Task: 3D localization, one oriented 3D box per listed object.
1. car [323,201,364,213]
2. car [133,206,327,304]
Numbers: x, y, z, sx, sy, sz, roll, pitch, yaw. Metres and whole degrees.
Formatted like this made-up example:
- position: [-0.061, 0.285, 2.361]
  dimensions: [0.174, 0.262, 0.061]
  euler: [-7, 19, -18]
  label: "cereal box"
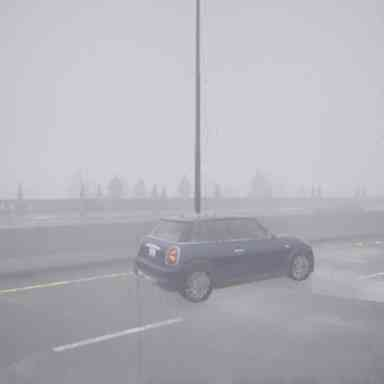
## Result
- position: [13.264, 1.469, 29.895]
  dimensions: [4.181, 1.385, 1.994]
  euler: [0, 0, -20]
  label: "car"
- position: [0.950, 1.318, 8.286]
  dimensions: [4.553, 1.767, 2.097]
  euler: [0, 0, -32]
  label: "car"
